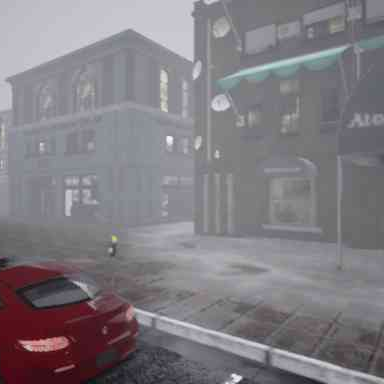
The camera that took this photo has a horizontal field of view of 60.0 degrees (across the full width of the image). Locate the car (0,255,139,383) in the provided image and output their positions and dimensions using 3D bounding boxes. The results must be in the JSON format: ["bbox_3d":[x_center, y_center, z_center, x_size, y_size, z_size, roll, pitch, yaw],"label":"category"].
[{"bbox_3d":[-2.584,1.585,4.717,4.206,1.307,1.802,0,0,35],"label":"car"}]
